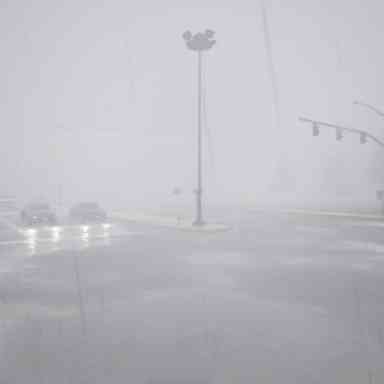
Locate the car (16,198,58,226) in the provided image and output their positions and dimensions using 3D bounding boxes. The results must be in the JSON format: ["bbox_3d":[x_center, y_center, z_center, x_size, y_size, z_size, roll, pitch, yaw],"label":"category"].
[{"bbox_3d":[-10.963,1.505,23.731,1.837,1.490,4.892,0,1,-35],"label":"car"}]

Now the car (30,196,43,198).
[{"bbox_3d":[-19.687,1.359,42.395,2.097,1.767,4.553,0,0,-35],"label":"car"}]

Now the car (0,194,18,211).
[{"bbox_3d":[-22.573,1.211,40.417,2.150,2.045,5.566,0,0,-35],"label":"car"}]

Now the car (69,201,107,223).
[{"bbox_3d":[-8.134,1.510,25.792,1.837,1.490,4.892,0,1,-35],"label":"car"}]
